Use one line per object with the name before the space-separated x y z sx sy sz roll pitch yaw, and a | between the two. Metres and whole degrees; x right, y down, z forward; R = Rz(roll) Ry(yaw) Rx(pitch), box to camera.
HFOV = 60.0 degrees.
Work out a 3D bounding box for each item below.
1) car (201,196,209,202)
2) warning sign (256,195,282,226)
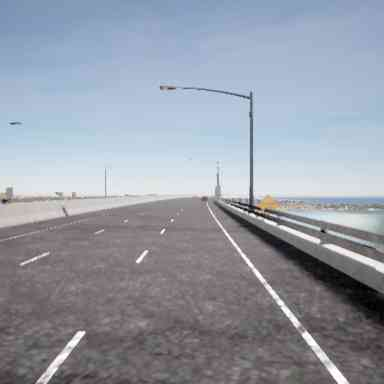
car | 3.094 1.628 79.824 1.882 1.535 5.008 0 0 3
warning sign | 4.659 1.101 20.290 1.300 1.860 1.060 -1 -1 1
